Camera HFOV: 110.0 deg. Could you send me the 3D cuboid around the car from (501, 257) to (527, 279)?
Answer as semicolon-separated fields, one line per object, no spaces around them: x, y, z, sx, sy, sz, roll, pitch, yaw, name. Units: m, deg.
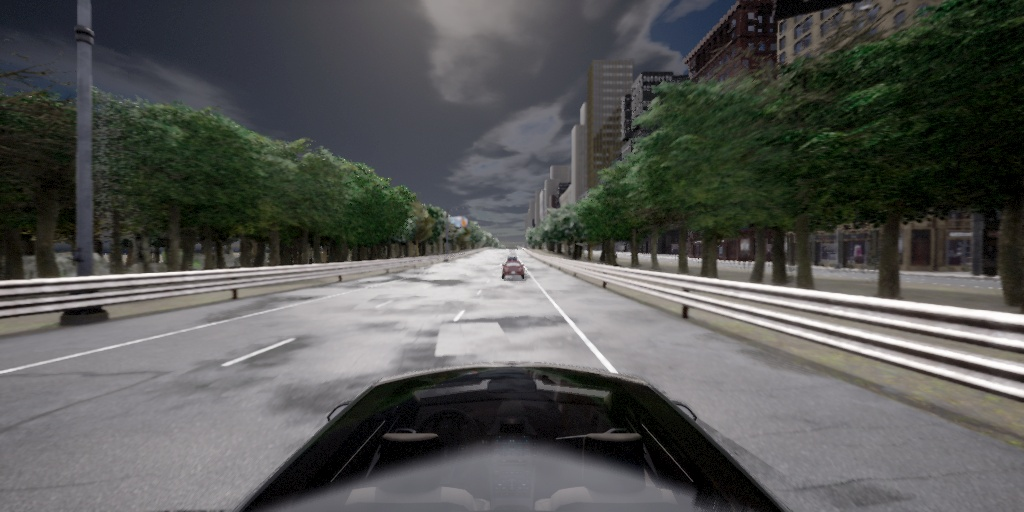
0.100;1.107;30.453;1.812;1.442;4.674;0;1;0;car
